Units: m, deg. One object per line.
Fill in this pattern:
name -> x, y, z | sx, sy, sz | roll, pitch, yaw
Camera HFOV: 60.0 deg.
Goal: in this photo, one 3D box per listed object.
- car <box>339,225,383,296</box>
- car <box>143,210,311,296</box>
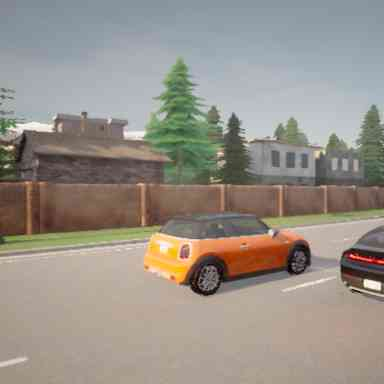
car -> 5.270, 1.469, 7.462 | 4.892, 1.490, 1.837 | 1, 0, -35
car -> 1.088, 1.312, 8.797 | 4.553, 1.767, 2.097 | 0, 0, -35
